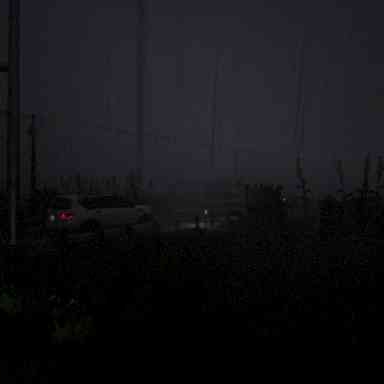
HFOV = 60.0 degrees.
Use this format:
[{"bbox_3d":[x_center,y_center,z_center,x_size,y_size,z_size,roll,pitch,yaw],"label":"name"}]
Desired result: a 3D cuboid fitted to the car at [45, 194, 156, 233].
[{"bbox_3d":[-4.299,1.108,16.412,2.150,2.045,5.566,0,2,40],"label":"car"}]
